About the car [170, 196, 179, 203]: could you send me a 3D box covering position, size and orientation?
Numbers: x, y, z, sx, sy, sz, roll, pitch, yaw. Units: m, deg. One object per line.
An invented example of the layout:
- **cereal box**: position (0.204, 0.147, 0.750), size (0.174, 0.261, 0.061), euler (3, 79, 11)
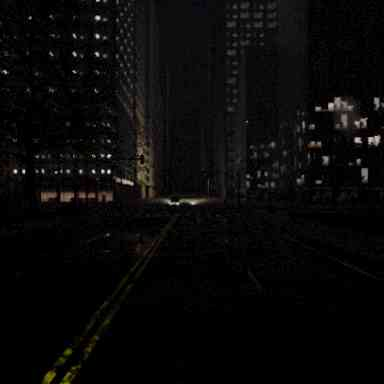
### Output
- **car**: position (-4.055, 1.665, 78.087), size (2.097, 1.767, 4.553), euler (0, 0, -1)
